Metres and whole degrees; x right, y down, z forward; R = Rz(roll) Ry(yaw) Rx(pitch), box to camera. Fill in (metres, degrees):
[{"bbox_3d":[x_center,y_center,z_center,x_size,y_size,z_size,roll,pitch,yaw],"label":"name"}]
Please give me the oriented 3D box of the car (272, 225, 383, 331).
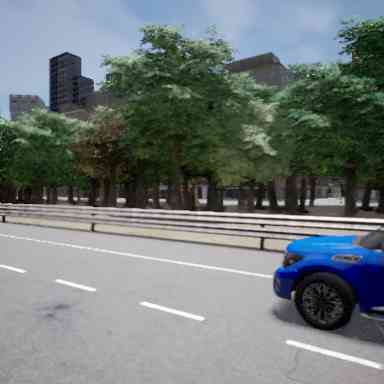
[{"bbox_3d":[4.138,1.224,5.217,5.566,2.045,2.150,0,0,35],"label":"car"}]
